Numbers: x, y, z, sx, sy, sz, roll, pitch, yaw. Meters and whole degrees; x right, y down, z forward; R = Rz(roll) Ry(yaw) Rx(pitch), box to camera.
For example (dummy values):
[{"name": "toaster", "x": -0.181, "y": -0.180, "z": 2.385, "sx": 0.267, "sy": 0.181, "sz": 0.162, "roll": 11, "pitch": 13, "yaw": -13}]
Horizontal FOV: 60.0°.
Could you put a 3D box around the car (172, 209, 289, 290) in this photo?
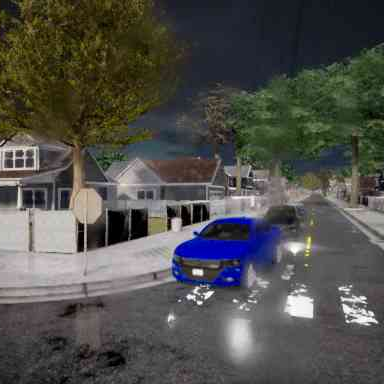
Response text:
[{"name": "car", "x": 1.239, "y": 1.477, "z": 9.491, "sx": 1.882, "sy": 1.535, "sz": 5.008, "roll": 0, "pitch": 0, "yaw": 27}]

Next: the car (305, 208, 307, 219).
[{"name": "car", "x": 8.098, "y": 1.604, "z": 26.469, "sx": 1.895, "sy": 1.301, "sz": 4.718, "roll": 0, "pitch": 0, "yaw": 21}]

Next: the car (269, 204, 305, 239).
[{"name": "car", "x": 4.828, "y": 1.507, "z": 17.724, "sx": 1.837, "sy": 1.490, "sz": 4.892, "roll": 0, "pitch": 0, "yaw": 21}]
